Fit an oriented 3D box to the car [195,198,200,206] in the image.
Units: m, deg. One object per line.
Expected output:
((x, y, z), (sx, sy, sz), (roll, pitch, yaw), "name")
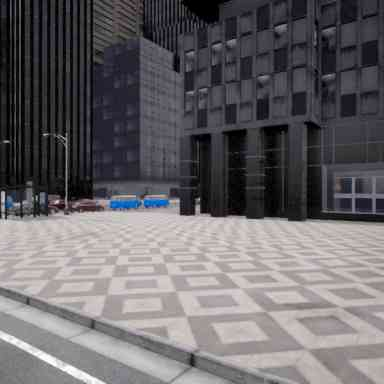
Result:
((1.864, 1.570, 54.069), (1.802, 1.307, 4.206), (0, 0, 35), "car")

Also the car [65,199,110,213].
((-11.312, 1.576, 35.573), (1.802, 1.307, 4.206), (0, 0, 35), "car")

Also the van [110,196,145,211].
((-8.017, 1.332, 40.197), (1.690, 1.788, 3.998), (0, 0, 35), "van")

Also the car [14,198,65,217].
((-14.606, 1.549, 30.948), (2.008, 1.369, 4.403), (0, 0, 35), "car")

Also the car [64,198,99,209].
((-14.962, 1.549, 45.142), (1.802, 1.307, 4.206), (0, 0, 35), "car")

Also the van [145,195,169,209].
((-4.724, 1.330, 44.821), (1.690, 1.788, 3.998), (0, 0, 35), "van")

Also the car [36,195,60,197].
((-18.256, 1.285, 40.517), (2.192, 1.841, 5.009), (0, 0, 35), "car")

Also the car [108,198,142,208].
((-9.610, 1.573, 48.054), (1.895, 1.301, 4.718), (0, 0, 36), "car")
